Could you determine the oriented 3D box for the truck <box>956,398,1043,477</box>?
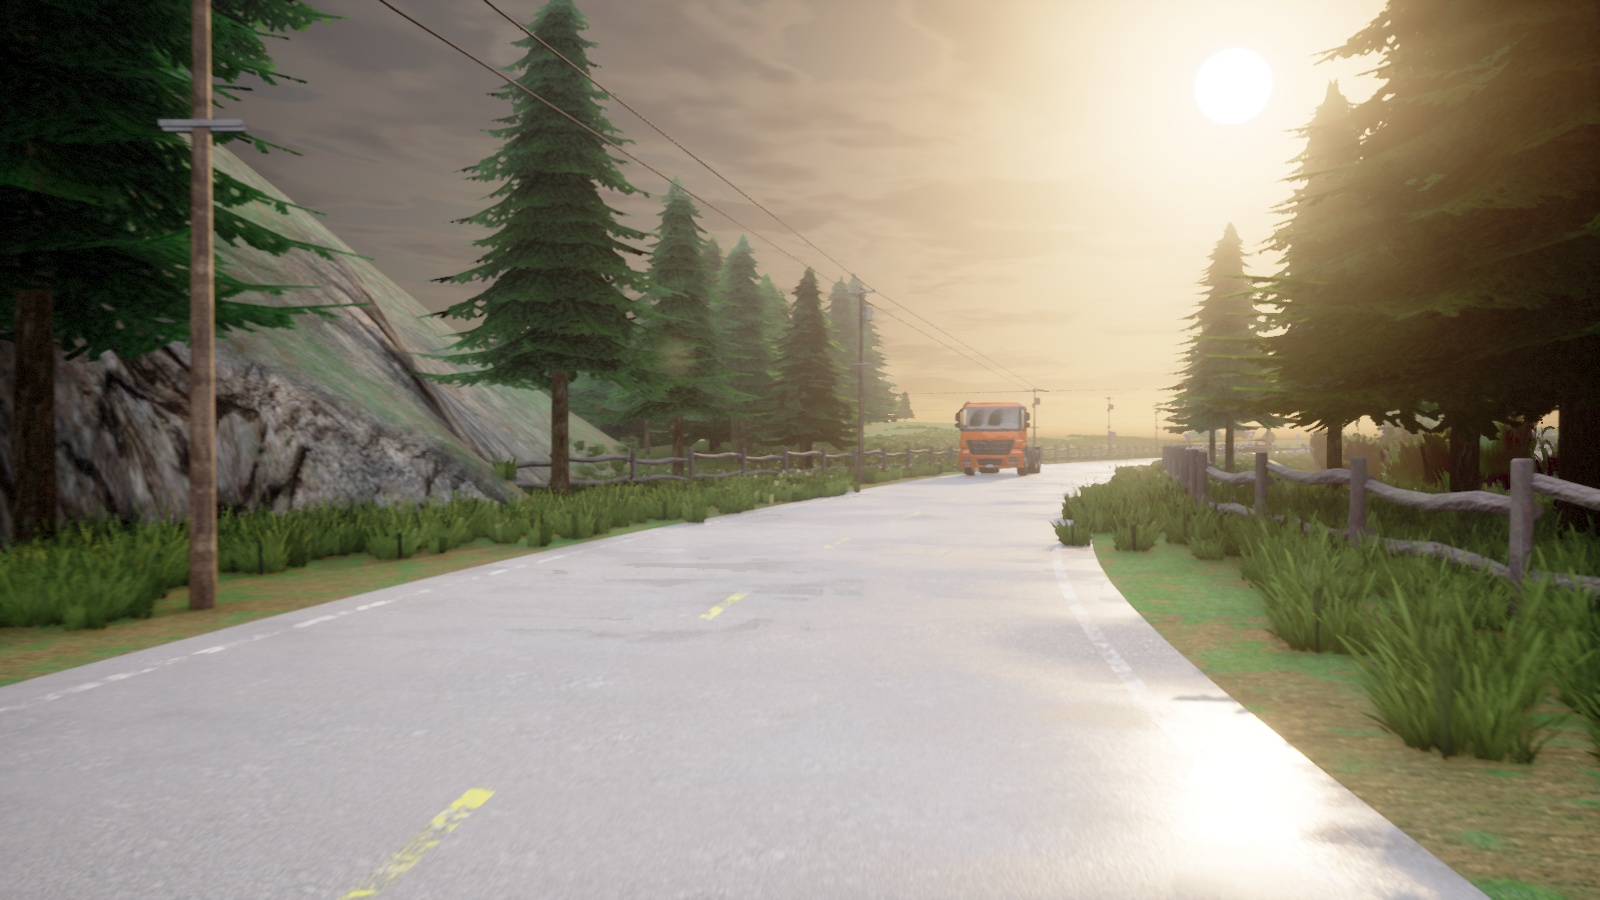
[{"bbox_3d":[9.561,-0.558,59.340,2.891,3.462,7.936,0,0,18],"label":"truck"}]
